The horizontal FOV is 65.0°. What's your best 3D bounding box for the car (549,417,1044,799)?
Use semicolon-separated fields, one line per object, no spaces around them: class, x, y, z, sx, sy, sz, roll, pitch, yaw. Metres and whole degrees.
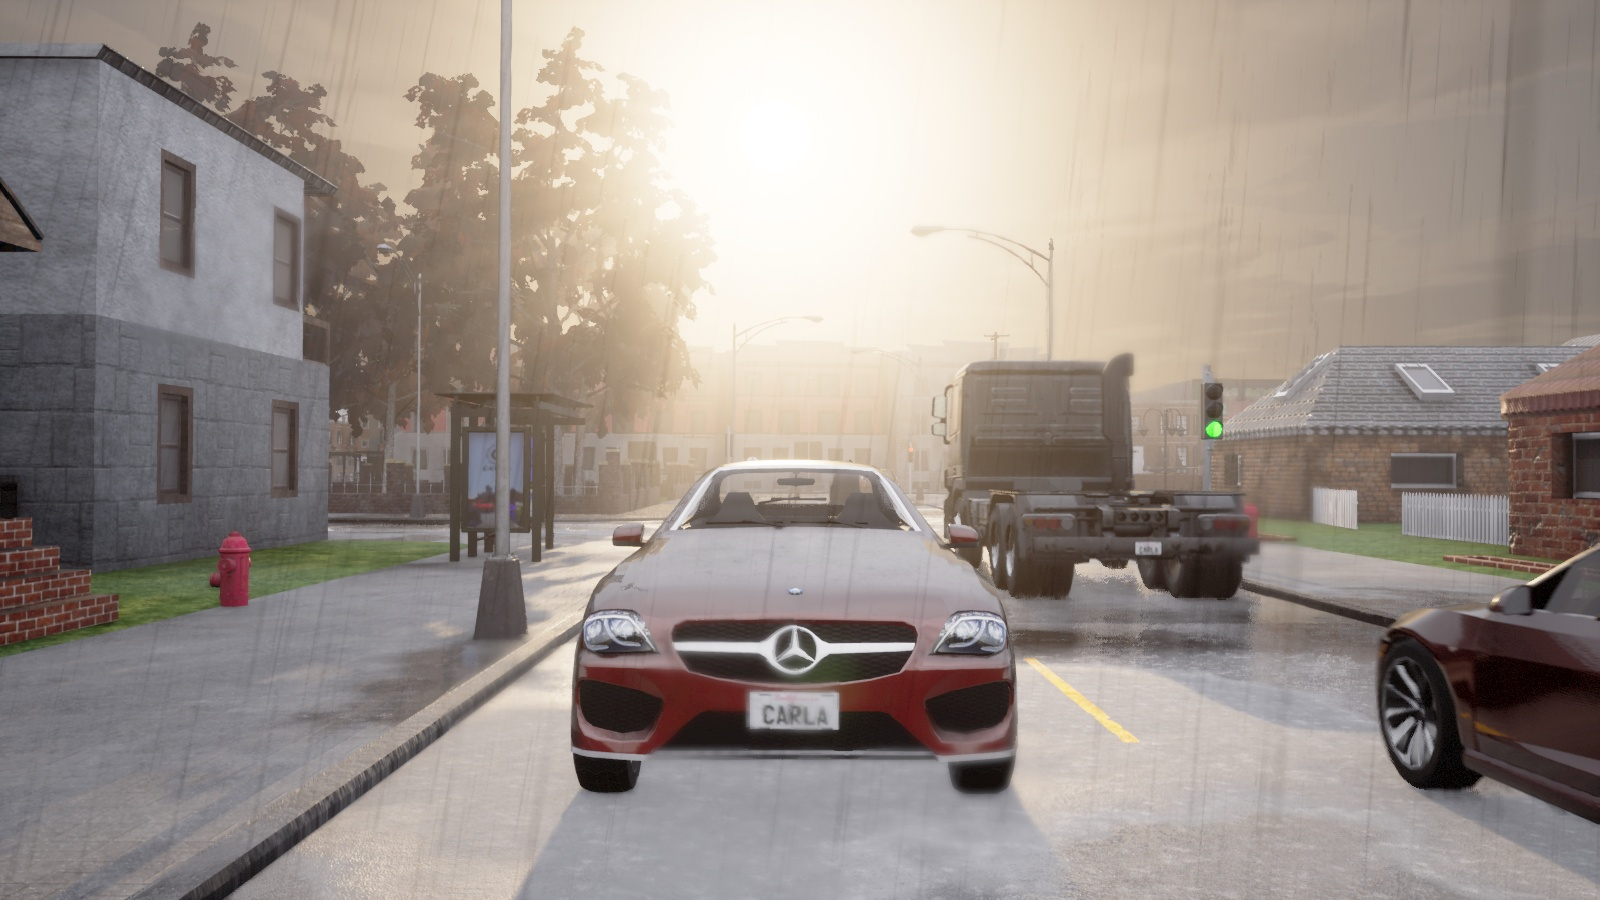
car;-0.022;0.727;7.979;2.152;1.651;5.027;0;-1;0

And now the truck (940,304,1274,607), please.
truck;3.953;0.124;18.338;2.891;3.462;7.936;0;-1;0

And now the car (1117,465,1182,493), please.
car;23.603;1.939;84.954;3.866;1.878;1.905;0;-1;0

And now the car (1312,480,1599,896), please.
car;3.988;0.877;4.695;2.163;1.488;4.792;0;-1;0
